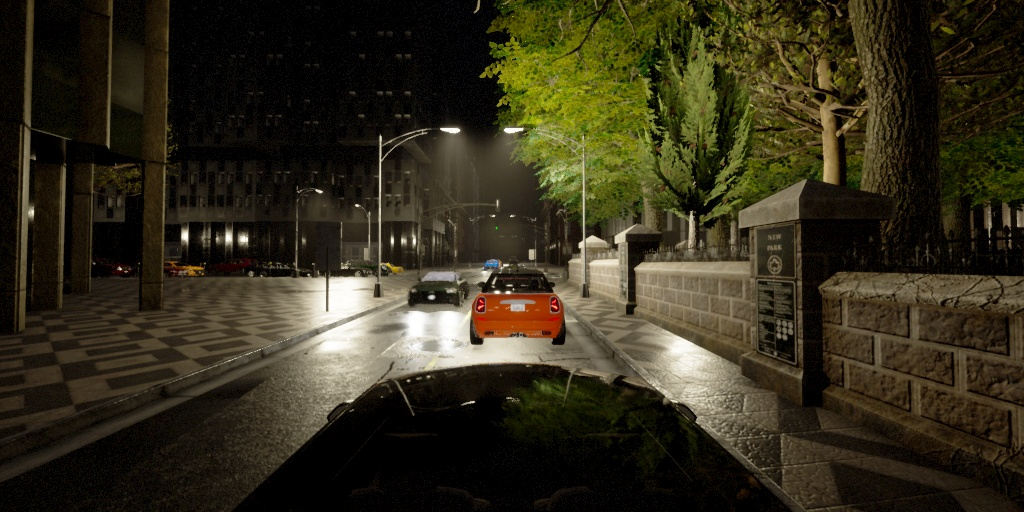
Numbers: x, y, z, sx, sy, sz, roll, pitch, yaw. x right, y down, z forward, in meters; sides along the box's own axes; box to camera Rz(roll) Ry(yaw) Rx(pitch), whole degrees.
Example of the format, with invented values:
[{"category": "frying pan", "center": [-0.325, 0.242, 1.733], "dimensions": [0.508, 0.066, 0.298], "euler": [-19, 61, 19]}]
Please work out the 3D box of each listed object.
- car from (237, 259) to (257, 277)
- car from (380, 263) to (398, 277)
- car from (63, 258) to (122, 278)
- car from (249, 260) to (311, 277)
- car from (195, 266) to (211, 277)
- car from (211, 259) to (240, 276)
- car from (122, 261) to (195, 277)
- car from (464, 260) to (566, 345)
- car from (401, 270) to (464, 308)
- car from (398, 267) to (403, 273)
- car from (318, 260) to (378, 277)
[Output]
[{"category": "car", "center": [-22.832, 1.290, 34.192], "dimensions": [4.892, 1.490, 1.837], "euler": [0, -1, 1]}, {"category": "car", "center": [-13.749, 1.125, 34.105], "dimensions": [4.553, 1.767, 2.097], "euler": [0, -1, 0]}, {"category": "car", "center": [-36.568, 1.061, 31.646], "dimensions": [5.009, 1.841, 2.192], "euler": [0, 0, 1]}, {"category": "car", "center": [-20.029, 1.289, 31.486], "dimensions": [4.313, 1.339, 1.948], "euler": [0, 0, 1]}, {"category": "car", "center": [-32.337, 1.276, 34.292], "dimensions": [5.008, 1.535, 1.882], "euler": [0, -1, 0]}, {"category": "car", "center": [-30.980, 1.237, 40.115], "dimensions": [5.009, 1.841, 2.192], "euler": [0, 0, 1]}, {"category": "car", "center": [-31.055, 1.321, 31.593], "dimensions": [4.207, 1.307, 1.802], "euler": [0, 0, 1]}, {"category": "car", "center": [0.127, 1.107, 9.660], "dimensions": [2.097, 1.767, 4.553], "euler": [0, 0, 0]}, {"category": "car", "center": [-2.948, 1.324, 15.118], "dimensions": [1.994, 1.385, 4.181], "euler": [0, 0, 0]}, {"category": "car", "center": [-14.613, 1.425, 39.957], "dimensions": [4.829, 1.417, 1.751], "euler": [0, 0, 1]}, {"category": "car", "center": [-14.517, 1.267, 31.432], "dimensions": [4.403, 1.370, 2.007], "euler": [0, 0, 1]}]
